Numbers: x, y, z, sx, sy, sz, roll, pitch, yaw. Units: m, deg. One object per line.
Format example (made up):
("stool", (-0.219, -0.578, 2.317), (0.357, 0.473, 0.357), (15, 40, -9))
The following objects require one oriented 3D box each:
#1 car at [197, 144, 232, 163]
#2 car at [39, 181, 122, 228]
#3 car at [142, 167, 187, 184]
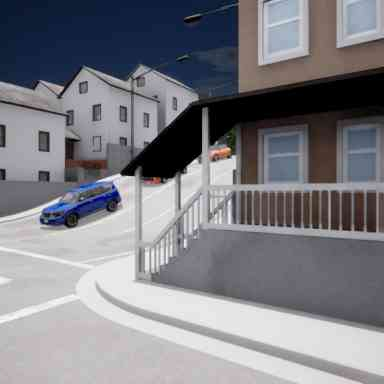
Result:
("car", (2.378, -4.222, 35.659), (2.097, 1.767, 4.553), (0, 11, 35))
("car", (-7.147, 0.727, 21.784), (2.150, 2.045, 5.566), (0, 14, 34))
("car", (-2.429, -2.003, 28.712), (2.097, 1.767, 4.553), (0, 18, 35))
